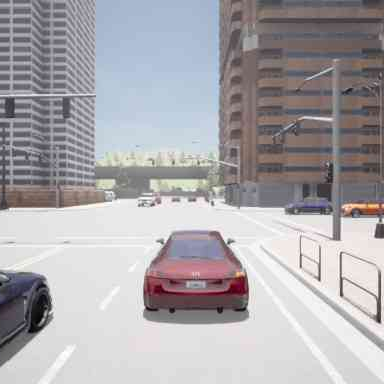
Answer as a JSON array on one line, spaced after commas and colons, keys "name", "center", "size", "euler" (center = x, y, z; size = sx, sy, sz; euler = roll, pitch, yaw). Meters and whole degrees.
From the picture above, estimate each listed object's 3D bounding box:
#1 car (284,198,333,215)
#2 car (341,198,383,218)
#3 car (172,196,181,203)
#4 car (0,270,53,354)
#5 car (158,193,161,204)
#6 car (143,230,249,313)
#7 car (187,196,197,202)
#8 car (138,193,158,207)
[{"name": "car", "center": [11.565, 1.352, 33.168], "size": [4.553, 1.767, 2.097], "euler": [0, 0, 2]}, {"name": "car", "center": [15.539, 1.352, 29.584], "size": [4.553, 1.767, 2.097], "euler": [0, 0, 1]}, {"name": "car", "center": [-3.416, 1.542, 71.907], "size": [2.033, 1.411, 5.357], "euler": [0, 0, 0]}, {"name": "car", "center": [-3.437, 1.564, 4.159], "size": [1.994, 1.385, 4.181], "euler": [0, 0, 0]}, {"name": "car", "center": [-7.015, 1.221, 62.543], "size": [2.150, 2.045, 5.566], "euler": [0, 0, 1]}, {"name": "car", "center": [0.085, 1.564, 7.731], "size": [1.994, 1.385, 4.181], "euler": [0, 0, 0]}, {"name": "car", "center": [0.053, 1.525, 73.367], "size": [2.128, 1.511, 4.902], "euler": [0, 0, 0]}, {"name": "car", "center": [-7.057, 1.221, 52.122], "size": [2.150, 2.045, 5.566], "euler": [0, 0, 0]}]
